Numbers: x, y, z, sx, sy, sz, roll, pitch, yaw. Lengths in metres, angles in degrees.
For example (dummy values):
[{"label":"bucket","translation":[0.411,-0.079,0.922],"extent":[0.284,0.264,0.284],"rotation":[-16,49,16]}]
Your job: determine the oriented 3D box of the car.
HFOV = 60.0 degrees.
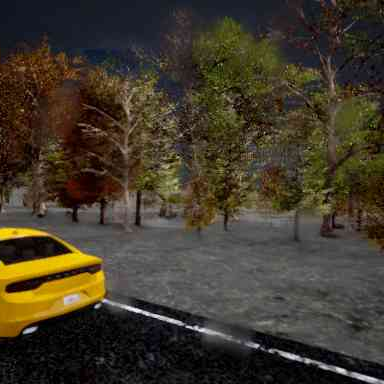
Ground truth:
[{"label":"car","translation":[-3.833,1.459,6.450],"extent":[5.008,1.535,1.882],"rotation":[0,1,36]}]
